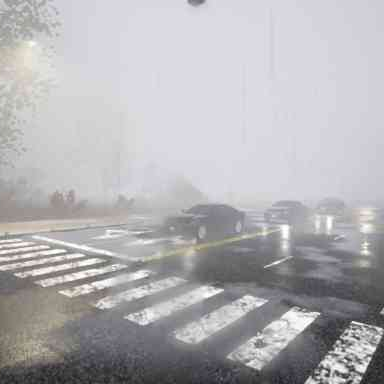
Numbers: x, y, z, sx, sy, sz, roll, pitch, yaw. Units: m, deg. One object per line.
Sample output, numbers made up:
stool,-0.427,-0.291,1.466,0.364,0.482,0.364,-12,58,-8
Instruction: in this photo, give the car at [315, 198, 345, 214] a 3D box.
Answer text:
car,13.523,1.302,32.406,2.128,1.511,4.902,2,1,38

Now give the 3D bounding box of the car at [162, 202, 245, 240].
car,0.713,1.261,15.875,1.882,1.535,5.008,2,1,38

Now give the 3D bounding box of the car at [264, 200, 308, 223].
car,6.838,1.322,23.791,1.812,1.442,4.674,2,1,38
